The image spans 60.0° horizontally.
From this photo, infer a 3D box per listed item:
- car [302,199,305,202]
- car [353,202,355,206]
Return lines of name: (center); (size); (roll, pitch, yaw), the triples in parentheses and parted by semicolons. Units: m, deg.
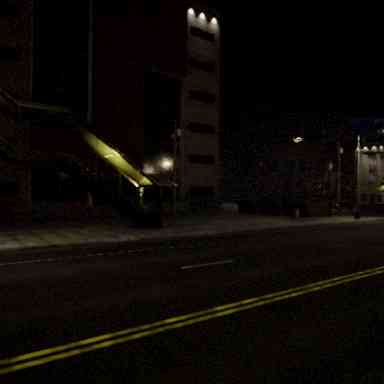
car: (18.834, 1.936, 57.917); (4.193, 1.474, 1.816); (1, 0, -36)
car: (23.306, 1.785, 51.774); (4.553, 1.767, 2.185); (1, 0, -36)
